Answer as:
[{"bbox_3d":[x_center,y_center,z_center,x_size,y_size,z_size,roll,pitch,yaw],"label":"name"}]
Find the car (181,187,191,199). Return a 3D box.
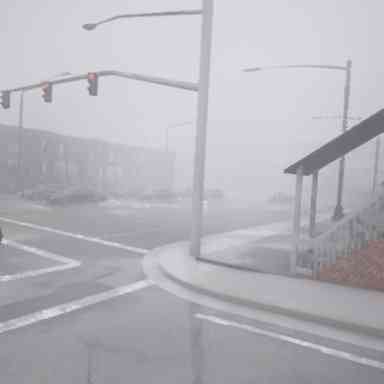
[{"bbox_3d":[-0.375,0.104,44.899,2.033,1.411,5.357,5,3,36],"label":"car"}]

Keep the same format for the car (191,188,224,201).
[{"bbox_3d":[2.366,0.289,42.716,1.837,1.490,4.892,5,3,36],"label":"car"}]

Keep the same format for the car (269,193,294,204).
[{"bbox_3d":[11.869,0.853,43.720,1.895,1.301,4.718,5,3,35],"label":"car"}]

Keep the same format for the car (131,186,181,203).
[{"bbox_3d":[-3.618,0.285,34.402,1.837,1.490,4.892,5,3,36],"label":"car"}]

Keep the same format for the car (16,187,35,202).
[{"bbox_3d":[-12.295,0.041,28.305,2.128,1.511,4.902,5,3,36],"label":"car"}]

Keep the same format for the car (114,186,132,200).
[{"bbox_3d":[-6.566,0.100,36.299,2.033,1.411,5.357,5,3,35],"label":"car"}]

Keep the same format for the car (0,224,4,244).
[{"bbox_3d":[-7.016,1.068,8.966,1.837,1.490,4.892,0,3,-5],"label":"car"}]

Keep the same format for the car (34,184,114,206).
[{"bbox_3d":[-9.241,0.324,26.582,2.033,1.411,5.357,5,3,37],"label":"car"}]
